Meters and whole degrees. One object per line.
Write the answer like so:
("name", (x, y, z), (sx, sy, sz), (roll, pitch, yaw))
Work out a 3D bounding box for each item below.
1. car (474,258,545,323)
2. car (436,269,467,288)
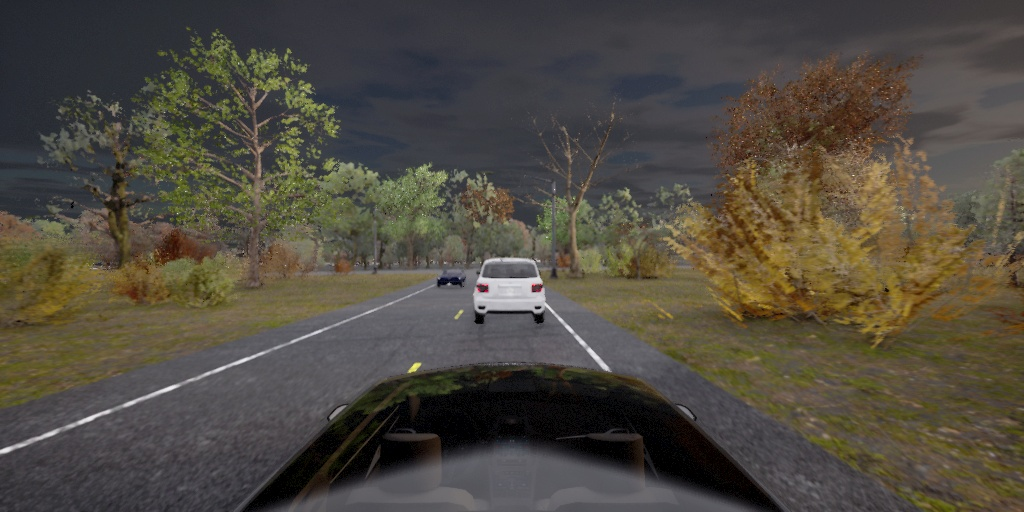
("car", (-0.119, 1.099, 12.888), (2.150, 2.045, 5.566), (0, 0, -1))
("car", (-4.401, 1.630, 26.600), (1.895, 1.301, 4.718), (0, -1, -3))
